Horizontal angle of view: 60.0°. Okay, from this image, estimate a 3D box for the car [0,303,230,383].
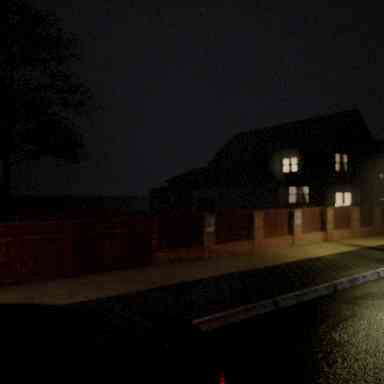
[{"bbox_3d":[-1.808,1.526,1.772,4.674,1.442,1.812,0,0,-35],"label":"car"}]
